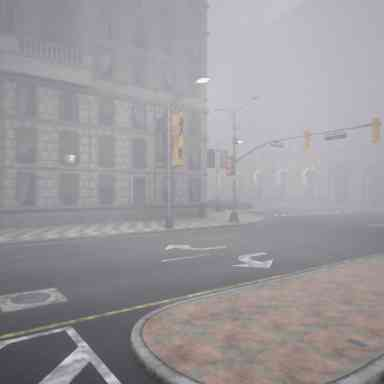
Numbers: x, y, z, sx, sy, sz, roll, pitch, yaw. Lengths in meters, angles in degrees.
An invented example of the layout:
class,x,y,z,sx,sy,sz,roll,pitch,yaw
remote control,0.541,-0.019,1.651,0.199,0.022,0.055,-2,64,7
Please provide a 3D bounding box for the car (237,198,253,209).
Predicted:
class,x,y,z,sx,sy,sz,roll,pitch,yaw
car,6.224,1.564,44.813,1.994,1.385,4.181,0,0,-36

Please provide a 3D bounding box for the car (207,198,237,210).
class,x,y,z,sx,sy,sz,roll,pitch,yaw
car,3.282,1.564,42.907,1.994,1.385,4.181,0,0,-36
